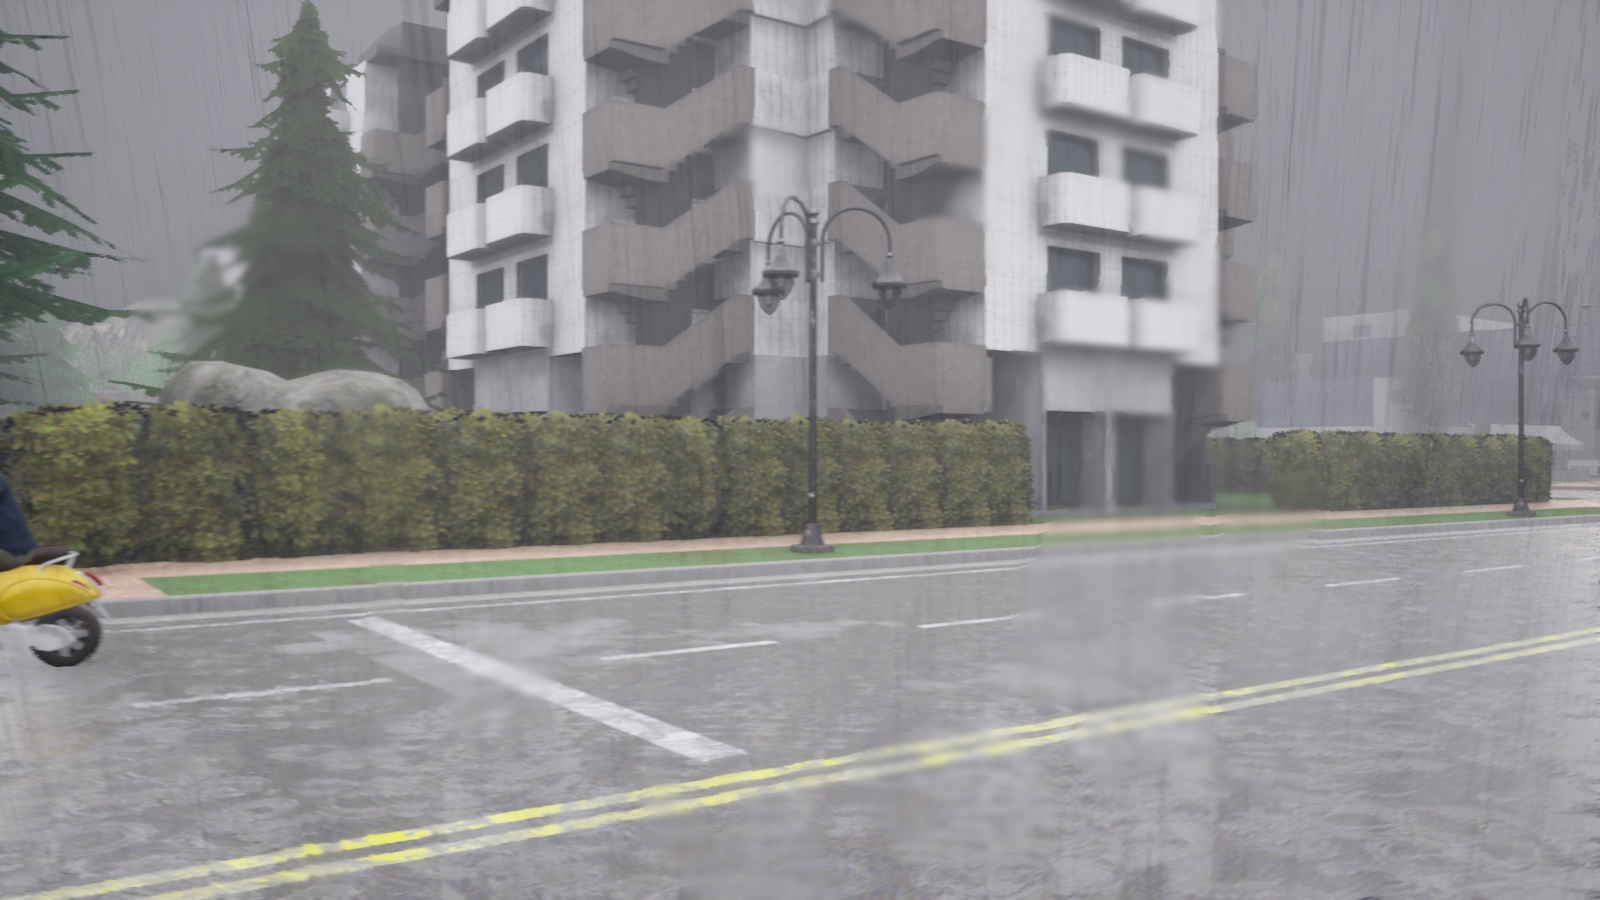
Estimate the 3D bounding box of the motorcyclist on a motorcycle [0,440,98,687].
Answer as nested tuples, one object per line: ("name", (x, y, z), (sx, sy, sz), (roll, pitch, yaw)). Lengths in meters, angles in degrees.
("motorcyclist on a motorcycle", (-5.686, 0.730, 8.230), (1.817, 1.590, 0.866), (0, 0, -35))
